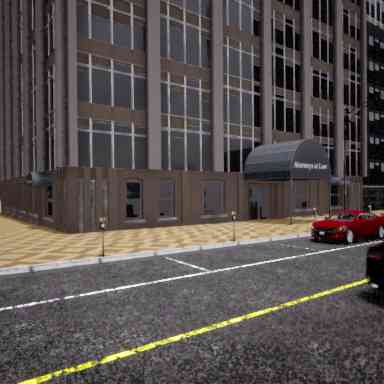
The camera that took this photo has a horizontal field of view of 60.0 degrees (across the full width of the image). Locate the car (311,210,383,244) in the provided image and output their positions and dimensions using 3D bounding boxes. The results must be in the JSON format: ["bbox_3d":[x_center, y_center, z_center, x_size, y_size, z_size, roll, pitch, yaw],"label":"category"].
[{"bbox_3d":[7.474,1.542,15.764,4.507,1.381,1.887,0,-1,-35],"label":"car"}]

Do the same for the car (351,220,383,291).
[{"bbox_3d":[5.996,1.476,7.712,5.008,1.535,1.882,0,0,-36],"label":"car"}]
